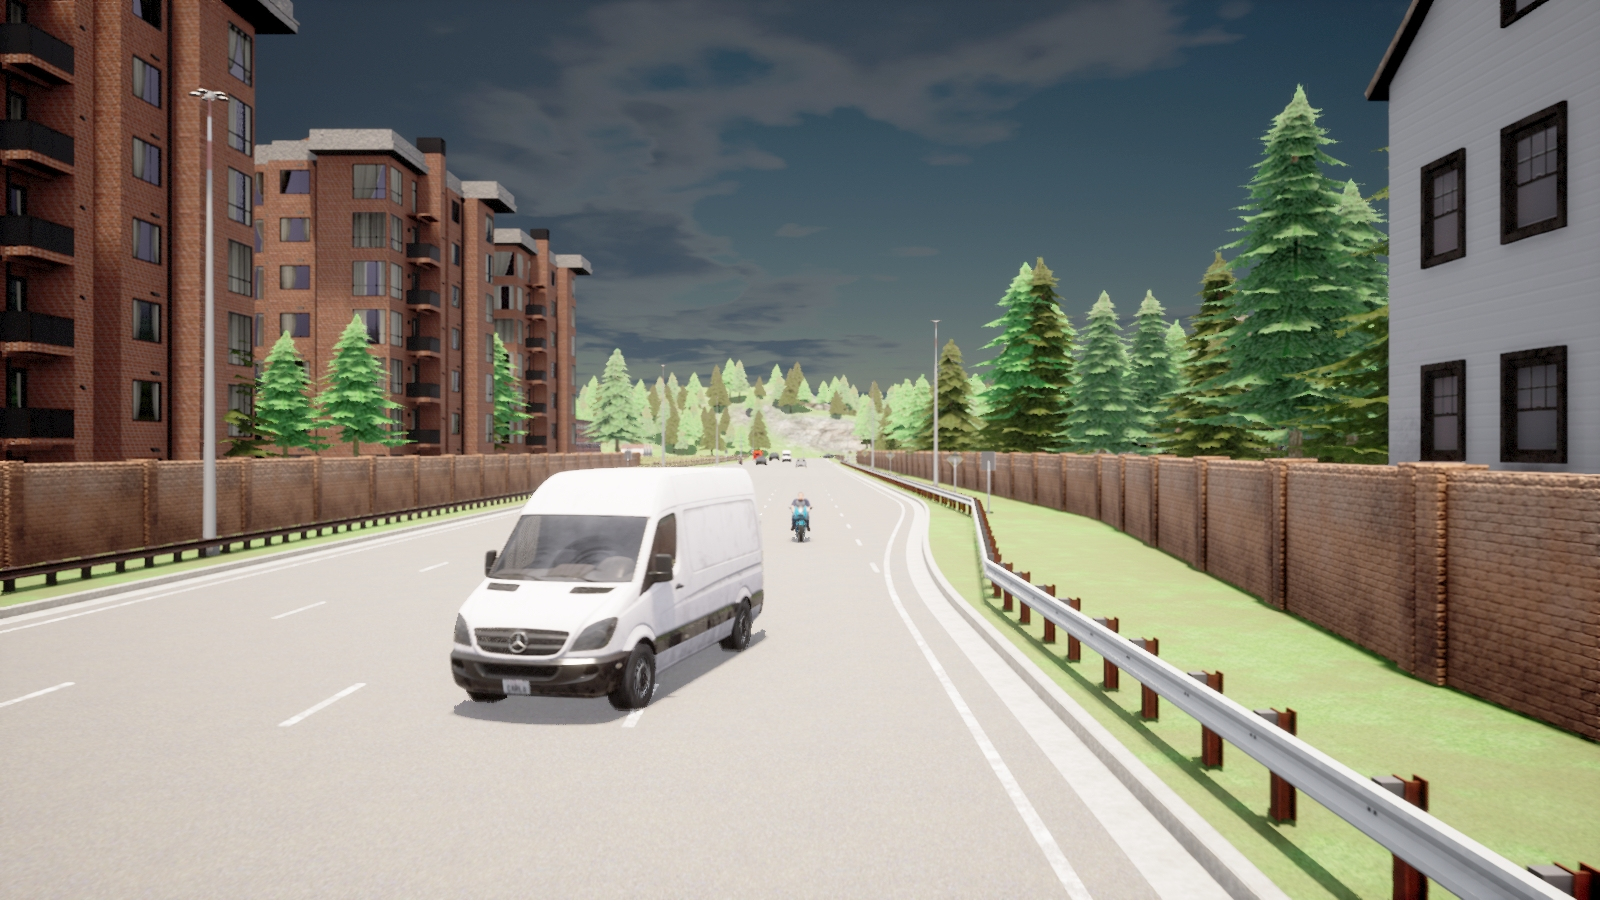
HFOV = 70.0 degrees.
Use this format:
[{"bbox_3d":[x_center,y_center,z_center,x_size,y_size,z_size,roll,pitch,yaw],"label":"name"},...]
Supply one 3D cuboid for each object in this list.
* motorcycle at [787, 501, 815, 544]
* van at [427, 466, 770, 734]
[{"bbox_3d":[0.028,2.170,34.552,0.803,1.199,2.033,0,0,0],"label":"motorcycle"},{"bbox_3d":[-2.146,1.527,14.397,1.988,2.561,5.915,0,0,14],"label":"van"}]
